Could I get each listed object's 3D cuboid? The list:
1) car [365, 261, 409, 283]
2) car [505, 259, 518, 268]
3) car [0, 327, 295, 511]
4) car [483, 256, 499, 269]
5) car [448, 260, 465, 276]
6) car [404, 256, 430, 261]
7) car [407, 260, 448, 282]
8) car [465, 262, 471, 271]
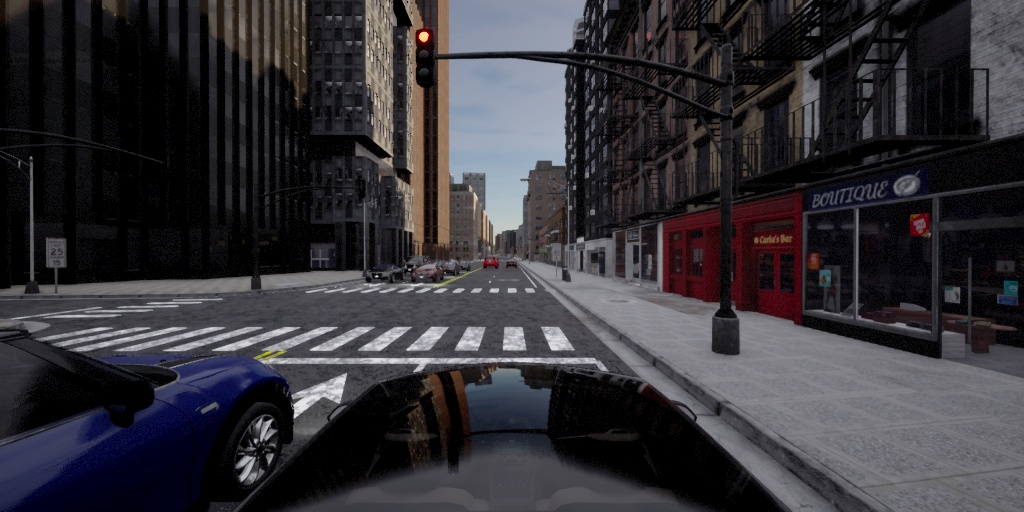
[{"bbox_3d":[-9.915,1.320,28.338,1.994,1.385,4.181,0,0,1],"label":"car"},{"bbox_3d":[-0.086,1.273,61.844,1.837,1.490,4.892,0,0,0],"label":"car"},{"bbox_3d":[-3.146,1.102,1.601,2.097,1.767,4.553,0,0,0],"label":"car"},{"bbox_3d":[-3.423,0.989,58.060,2.150,2.045,5.566,0,0,0],"label":"car"},{"bbox_3d":[-6.705,1.308,38.428,2.033,1.411,5.357,0,0,0],"label":"car"},{"bbox_3d":[-9.952,0.982,37.673,2.150,2.045,5.566,0,0,0],"label":"car"},{"bbox_3d":[-6.675,1.282,28.747,1.812,1.442,4.674,0,0,0],"label":"car"},{"bbox_3d":[-6.728,1.328,48.388,1.994,1.385,4.181,0,0,0],"label":"car"}]
